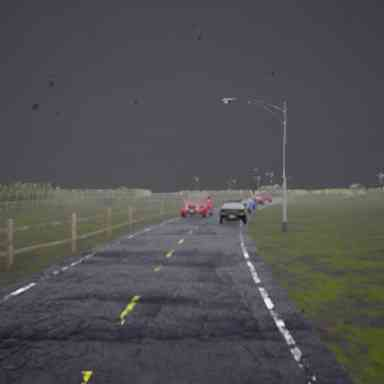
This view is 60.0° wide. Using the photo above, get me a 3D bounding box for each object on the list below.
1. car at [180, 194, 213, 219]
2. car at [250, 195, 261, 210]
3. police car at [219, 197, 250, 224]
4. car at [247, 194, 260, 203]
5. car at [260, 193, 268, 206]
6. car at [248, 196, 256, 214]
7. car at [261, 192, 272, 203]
[{"bbox_3d":[0.553,1.226,30.217,2.150,2.045,5.566,0,0,12],"label":"car"},{"bbox_3d":[6.818,1.487,40.191,1.882,1.535,5.008,0,0,17],"label":"car"},{"bbox_3d":[3.168,1.441,24.981,1.930,1.638,5.238,0,0,10],"label":"police car"},{"bbox_3d":[12.925,1.338,70.044,2.097,1.767,4.553,0,0,18],"label":"car"},{"bbox_3d":[11.267,1.479,56.463,1.882,1.535,5.008,0,0,18],"label":"car"},{"bbox_3d":[5.245,1.518,34.495,1.837,1.490,4.892,0,0,14],"label":"car"},{"bbox_3d":[14.825,1.096,67.105,2.150,2.045,5.566,0,0,18],"label":"car"}]
